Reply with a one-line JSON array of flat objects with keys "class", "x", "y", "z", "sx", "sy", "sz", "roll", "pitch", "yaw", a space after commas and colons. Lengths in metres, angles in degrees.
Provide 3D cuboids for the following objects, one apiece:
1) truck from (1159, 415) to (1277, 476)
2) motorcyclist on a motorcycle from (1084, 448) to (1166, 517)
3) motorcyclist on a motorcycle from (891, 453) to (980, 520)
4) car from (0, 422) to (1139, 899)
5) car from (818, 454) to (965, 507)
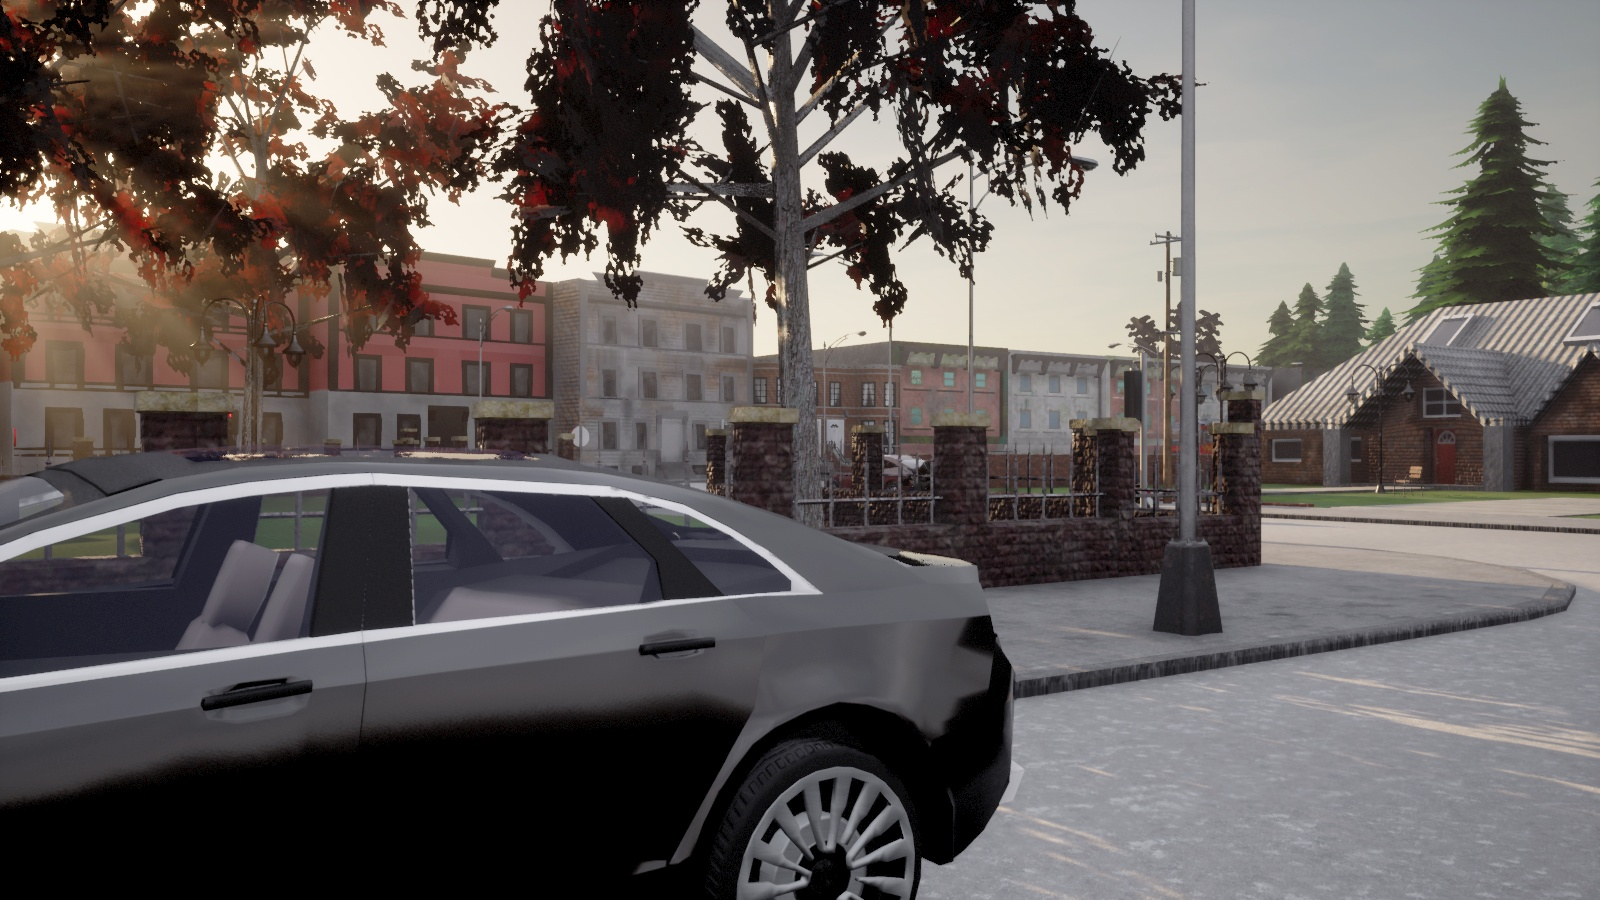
[{"class": "truck", "x": 27.827, "y": -0.275, "z": 83.354, "sx": 8.468, "sy": 3.827, "sz": 2.891, "roll": 0, "pitch": 0, "yaw": -34}, {"class": "motorcyclist on a motorcycle", "x": 7.769, "y": 0.755, "z": 30.121, "sx": 0.866, "sy": 1.590, "sz": 1.817, "roll": 0, "pitch": 0, "yaw": -31}, {"class": "motorcyclist on a motorcycle", "x": 3.200, "y": 0.846, "z": 29.869, "sx": 0.866, "sy": 1.530, "sz": 2.191, "roll": 0, "pitch": 0, "yaw": -36}, {"class": "car", "x": -1.569, "y": 0.711, "z": 3.239, "sx": 4.902, "sy": 1.511, "sz": 2.128, "roll": 0, "pitch": 0, "yaw": -36}, {"class": "car", "x": 2.620, "y": 0.856, "z": 37.208, "sx": 1.812, "sy": 1.442, "sz": 4.674, "roll": 0, "pitch": 0, "yaw": -35}]
